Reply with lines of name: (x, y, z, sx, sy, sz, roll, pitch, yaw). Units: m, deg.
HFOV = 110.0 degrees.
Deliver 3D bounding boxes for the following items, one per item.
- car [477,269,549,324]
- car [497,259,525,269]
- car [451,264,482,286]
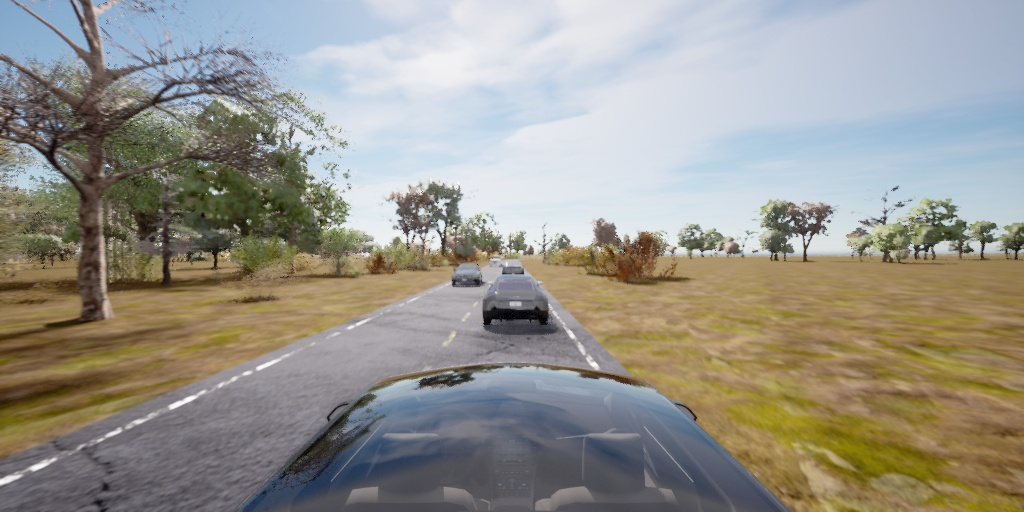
car: (0.102, 1.309, 11.991, 1.994, 1.385, 4.181, 0, 0, 0)
car: (0.099, 1.228, 30.972, 2.128, 1.511, 4.902, 0, 0, 0)
car: (-3.082, 1.265, 25.305, 1.812, 1.442, 4.674, 0, 0, 0)
